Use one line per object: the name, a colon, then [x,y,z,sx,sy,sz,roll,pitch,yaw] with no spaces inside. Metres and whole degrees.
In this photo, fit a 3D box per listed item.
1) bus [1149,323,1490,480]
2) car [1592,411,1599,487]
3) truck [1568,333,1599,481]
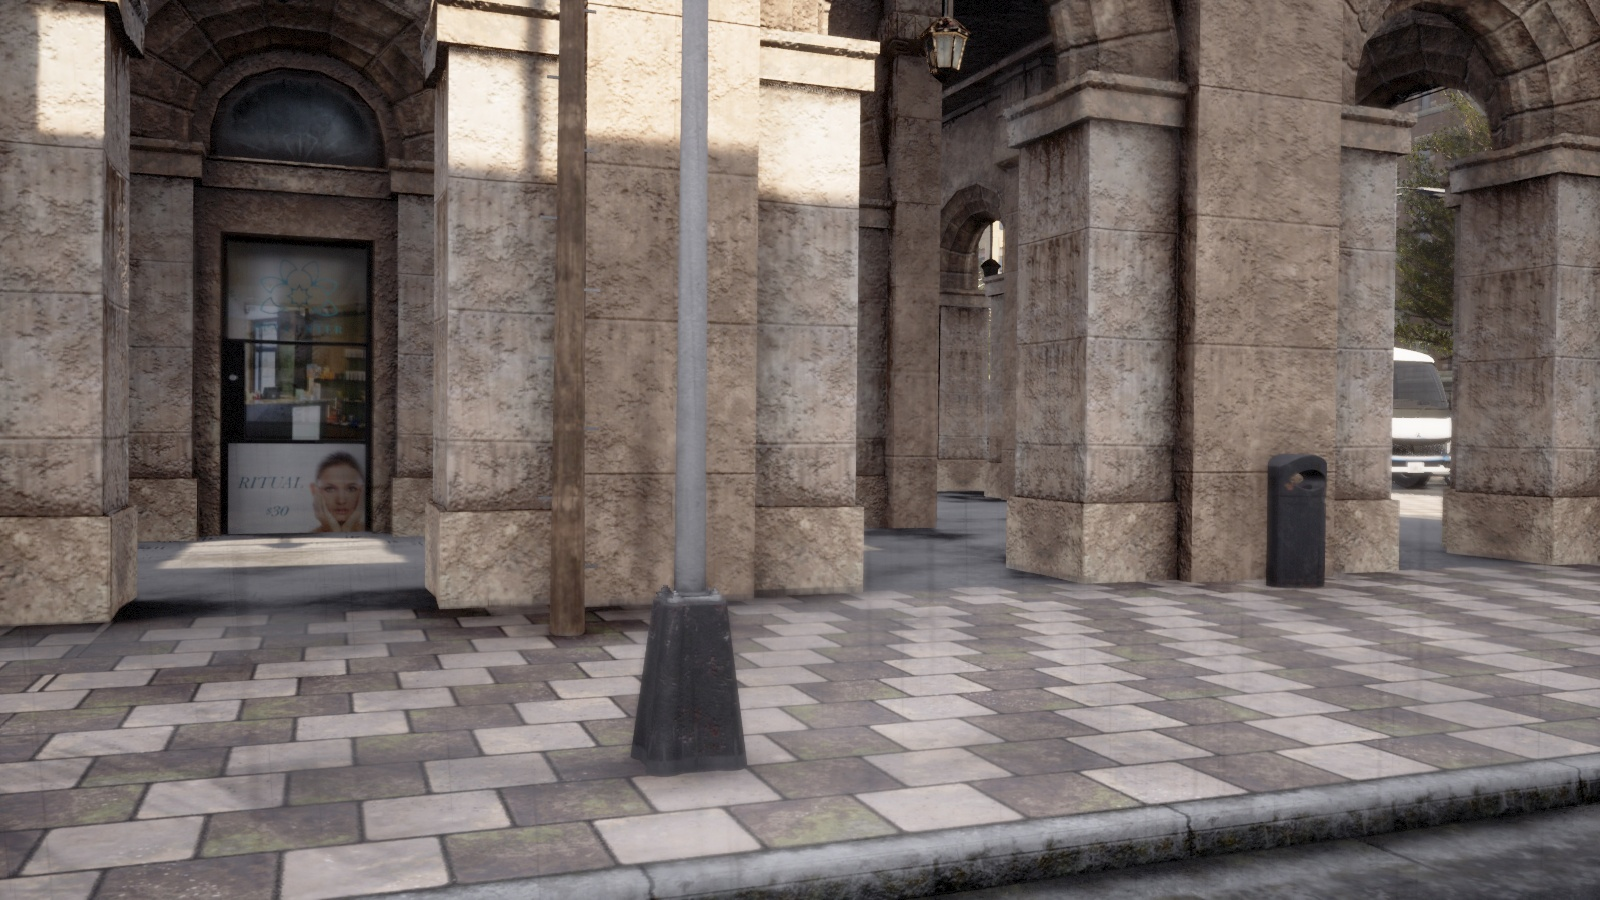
bus: [15.800,-1.393,39.535,3.944,4.253,10.273,-1,1,-21]
car: [20.346,-0.014,27.671,2.097,1.767,4.553,-1,1,-20]
truck: [23.223,-1.103,29.850,2.891,3.827,8.468,-1,1,-21]
